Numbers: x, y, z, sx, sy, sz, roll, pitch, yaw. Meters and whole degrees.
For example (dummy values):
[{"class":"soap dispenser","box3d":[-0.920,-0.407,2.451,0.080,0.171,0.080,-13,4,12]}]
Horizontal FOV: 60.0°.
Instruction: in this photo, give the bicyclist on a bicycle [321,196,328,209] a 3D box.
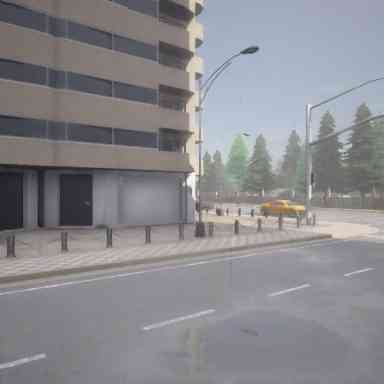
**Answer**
[{"class":"bicyclist on a bicycle","box3d":[17.332,1.356,43.463,1.656,1.620,0.582,0,0,-36]}]

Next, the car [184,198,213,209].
[{"class":"car","box3d":[0.896,1.620,47.489,1.994,1.385,4.181,0,0,-36]}]

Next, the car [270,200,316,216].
[{"class":"car","box3d":[10.334,1.620,34.392,1.994,1.385,4.181,0,0,-36]}]

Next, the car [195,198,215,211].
[{"class":"car","box3d":[0.820,1.533,41.604,1.882,1.535,5.008,0,0,-36]}]

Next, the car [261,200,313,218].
[{"class":"car","box3d":[8.629,1.533,30.772,1.882,1.535,5.008,0,0,-36]}]
